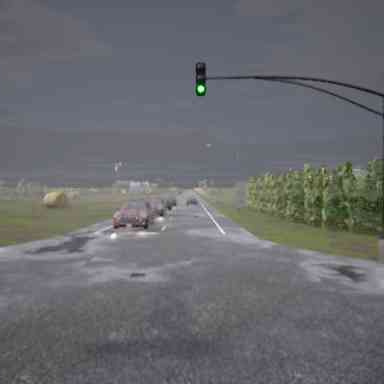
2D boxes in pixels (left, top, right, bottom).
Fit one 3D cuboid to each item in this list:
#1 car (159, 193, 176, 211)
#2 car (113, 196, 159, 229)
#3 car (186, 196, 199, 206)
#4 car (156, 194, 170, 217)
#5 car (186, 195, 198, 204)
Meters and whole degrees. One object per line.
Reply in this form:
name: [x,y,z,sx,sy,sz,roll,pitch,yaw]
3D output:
car: [-3.590,1.207,41.831,2.150,2.045,5.566,0,0,0]
car: [-3.629,1.351,21.523,2.097,1.767,4.553,0,0,1]
car: [0.049,1.488,53.744,1.837,1.490,4.892,0,0,1]
car: [-3.599,1.347,31.619,2.097,1.767,4.553,0,0,0]
car: [-0.004,1.452,64.048,2.128,1.511,4.902,0,0,0]
